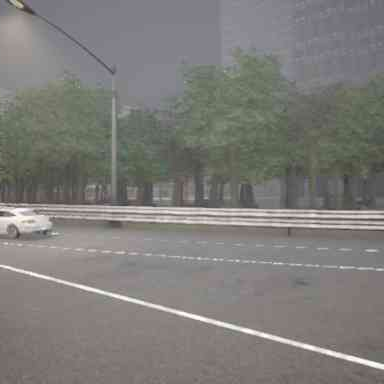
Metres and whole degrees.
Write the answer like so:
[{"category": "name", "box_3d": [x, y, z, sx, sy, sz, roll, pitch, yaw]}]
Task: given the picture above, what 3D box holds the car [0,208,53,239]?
[{"category": "car", "box_3d": [-9.328, 1.547, 17.200, 4.674, 1.442, 1.812, 0, 0, 25]}]
